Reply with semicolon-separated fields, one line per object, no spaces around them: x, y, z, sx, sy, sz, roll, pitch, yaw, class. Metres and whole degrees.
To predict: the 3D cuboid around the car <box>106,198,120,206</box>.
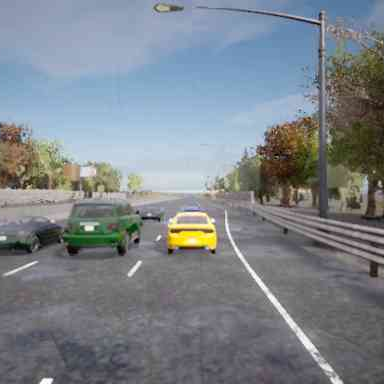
-17.513;2.135;73.947;2.097;1.767;4.553;0;-1;0;car

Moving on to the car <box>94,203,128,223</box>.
-7.001;1.798;29.307;1.837;1.490;4.892;0;0;0;car

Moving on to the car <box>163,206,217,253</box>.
0.004;1.618;14.483;1.882;1.535;5.008;0;0;0;car

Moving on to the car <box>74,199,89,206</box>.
-24.513;2.303;73.914;1.812;1.442;4.674;0;-1;0;car

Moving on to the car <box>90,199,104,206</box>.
-21.013;2.279;73.915;1.837;1.490;4.892;0;-1;0;car

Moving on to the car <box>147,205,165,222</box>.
-3.501;1.854;29.292;1.994;1.385;4.181;0;-1;0;car

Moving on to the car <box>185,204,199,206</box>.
0.000;1.816;29.377;1.812;1.442;4.674;0;0;0;car

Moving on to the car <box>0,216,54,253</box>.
-7.004;1.703;14.295;1.994;1.385;4.181;0;-1;0;car

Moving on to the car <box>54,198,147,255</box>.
-3.502;1.353;14.033;2.150;2.045;5.566;0;0;0;car

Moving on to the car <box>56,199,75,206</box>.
-28.013;2.319;73.913;2.033;1.411;5.357;0;-1;0;car
